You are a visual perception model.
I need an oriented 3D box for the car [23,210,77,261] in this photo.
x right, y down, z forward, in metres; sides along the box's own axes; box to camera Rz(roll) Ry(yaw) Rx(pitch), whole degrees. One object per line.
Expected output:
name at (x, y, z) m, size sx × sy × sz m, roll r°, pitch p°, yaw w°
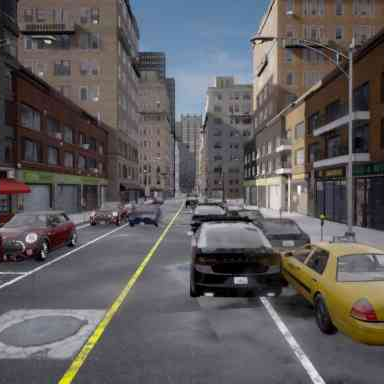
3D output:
car at (-5.679, 1.436, 11.946) m, size 1.967 × 1.590 × 4.097 m, roll -1°, pitch 0°, yaw 0°

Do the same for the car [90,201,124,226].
car at (-5.679, 1.431, 23.117) m, size 1.967 × 1.590 × 4.097 m, roll -1°, pitch 0°, yaw 0°

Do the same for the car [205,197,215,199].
car at (2.863, 1.530, 39.875) m, size 2.008 × 1.369 × 4.403 m, roll -1°, pitch 0°, yaw 0°

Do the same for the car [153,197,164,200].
car at (-5.679, 1.507, 56.631) m, size 1.887 × 1.381 × 4.507 m, roll -1°, pitch 0°, yaw 0°

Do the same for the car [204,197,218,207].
car at (2.865, 1.534, 51.047) m, size 1.947 × 1.339 × 4.313 m, roll -1°, pitch 0°, yaw 0°

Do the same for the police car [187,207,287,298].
police car at (0.899, 1.422, 8.697) m, size 1.930 × 1.638 × 5.238 m, roll 0°, pitch 0°, yaw 0°

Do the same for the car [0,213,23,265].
car at (-5.680, 1.313, 6.360) m, size 2.192 × 1.841 × 5.009 m, roll -1°, pitch 0°, yaw 0°

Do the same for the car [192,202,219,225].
car at (0.898, 1.516, 24.588) m, size 1.812 × 1.442 × 4.674 m, roll 0°, pitch 0°, yaw 0°

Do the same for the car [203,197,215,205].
car at (2.866, 1.544, 56.633) m, size 1.802 × 1.307 × 4.206 m, roll -1°, pitch 0°, yaw 0°

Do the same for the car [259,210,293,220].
car at (2.857, 1.562, 11.946) m, size 1.947 × 1.339 × 4.313 m, roll -1°, pitch 0°, yaw 0°

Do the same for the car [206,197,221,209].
car at (2.864, 1.499, 45.631) m, size 1.752 × 1.417 × 4.829 m, roll -1°, pitch 0°, yaw 0°

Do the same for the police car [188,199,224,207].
police car at (0.898, 1.418, 18.698) m, size 1.930 × 1.638 × 5.238 m, roll 0°, pitch 0°, yaw 0°

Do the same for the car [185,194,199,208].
car at (0.033, 1.449, 48.424) m, size 1.882 × 1.535 × 5.008 m, roll 0°, pitch 0°, yaw 0°

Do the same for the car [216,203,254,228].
car at (2.860, 1.542, 23.118) m, size 2.008 × 1.369 × 4.403 m, roll -1°, pitch 0°, yaw 0°

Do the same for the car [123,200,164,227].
car at (-3.002, 1.538, 22.715) m, size 2.033 × 1.411 × 5.357 m, roll 0°, pitch 0°, yaw 0°

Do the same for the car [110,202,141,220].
car at (-5.678, 1.570, 28.703) m, size 1.802 × 1.307 × 4.206 m, roll -1°, pitch 0°, yaw 0°

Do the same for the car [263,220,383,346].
car at (2.856, 1.523, 6.530) m, size 1.752 × 1.417 × 4.829 m, roll -1°, pitch 0°, yaw 0°

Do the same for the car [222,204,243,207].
car at (2.858, 1.559, 17.532) m, size 1.947 × 1.339 × 4.313 m, roll -1°, pitch 0°, yaw 0°
